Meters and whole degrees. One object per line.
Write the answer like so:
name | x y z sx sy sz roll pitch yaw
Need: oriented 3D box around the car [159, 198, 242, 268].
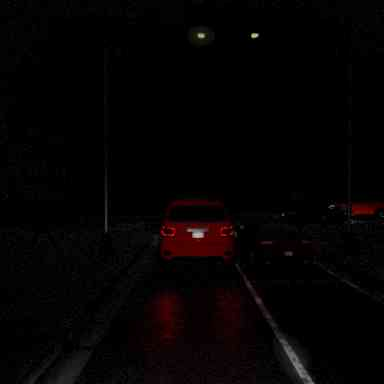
car | 0.079 1.223 11.398 2.150 2.045 5.566 0 0 -2

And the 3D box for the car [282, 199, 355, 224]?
car | 7.782 1.383 21.375 4.181 1.385 1.994 -2 1 -8

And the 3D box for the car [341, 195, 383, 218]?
car | 11.861 1.024 24.662 4.553 1.767 2.097 -1 1 0

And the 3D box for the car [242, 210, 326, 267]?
car | 2.625 1.546 11.276 1.887 1.381 4.507 -1 0 0
